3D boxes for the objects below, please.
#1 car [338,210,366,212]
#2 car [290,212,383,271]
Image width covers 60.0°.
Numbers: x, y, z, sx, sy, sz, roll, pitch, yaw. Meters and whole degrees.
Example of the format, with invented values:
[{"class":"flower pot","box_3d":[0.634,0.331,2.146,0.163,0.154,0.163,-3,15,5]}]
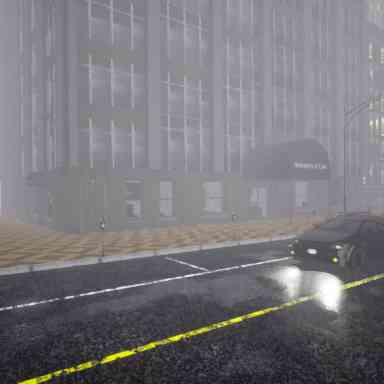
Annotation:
[{"class":"car","box_3d":[7.474,1.542,15.764,4.507,1.381,1.887,0,-1,-35]},{"class":"car","box_3d":[5.151,1.562,10.917,4.181,1.385,1.994,0,0,-35]}]
